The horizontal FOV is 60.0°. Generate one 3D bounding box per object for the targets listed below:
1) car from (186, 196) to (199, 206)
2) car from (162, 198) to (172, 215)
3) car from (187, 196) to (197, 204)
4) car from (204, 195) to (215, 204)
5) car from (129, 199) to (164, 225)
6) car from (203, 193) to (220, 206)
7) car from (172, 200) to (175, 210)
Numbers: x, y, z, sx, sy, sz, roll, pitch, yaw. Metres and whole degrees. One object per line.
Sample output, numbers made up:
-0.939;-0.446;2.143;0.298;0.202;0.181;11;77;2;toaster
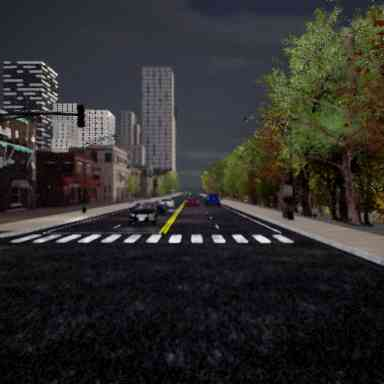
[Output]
0.118;1.546;54.187;1.994;1.385;4.181;0;0;-1;car
-3.344;1.591;33.394;1.895;1.301;4.718;0;0;0;car
0.015;1.541;64.139;1.994;1.385;4.181;0;0;0;car
3.259;1.455;64.374;1.882;1.535;5.008;0;0;0;car
-3.398;1.485;24.046;2.128;1.511;4.902;0;0;-3;car
3.360;1.204;53.798;2.150;2.045;5.566;0;0;0;car
-3.332;1.512;43.926;1.812;1.442;4.674;0;0;0;car
